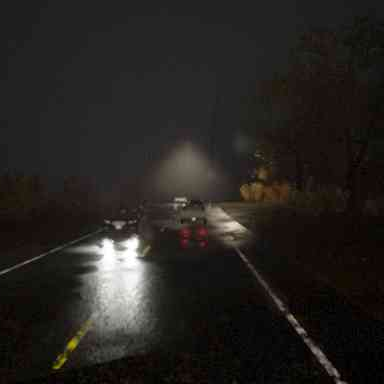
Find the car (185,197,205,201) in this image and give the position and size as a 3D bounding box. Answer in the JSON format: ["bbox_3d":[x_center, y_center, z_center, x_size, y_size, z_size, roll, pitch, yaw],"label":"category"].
[{"bbox_3d":[0.581,1.419,42.195,2.128,1.511,4.902,0,0,2],"label":"car"}]

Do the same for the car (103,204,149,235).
[{"bbox_3d":[-3.581,1.460,18.725,2.128,1.511,4.902,0,0,0],"label":"car"}]

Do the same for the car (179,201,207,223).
[{"bbox_3d":[0.137,1.559,24.848,1.895,1.301,4.718,0,0,0],"label":"car"}]

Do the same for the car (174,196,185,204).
[{"bbox_3d":[-2.050,1.415,59.779,1.812,1.442,4.674,0,0,5],"label":"car"}]
